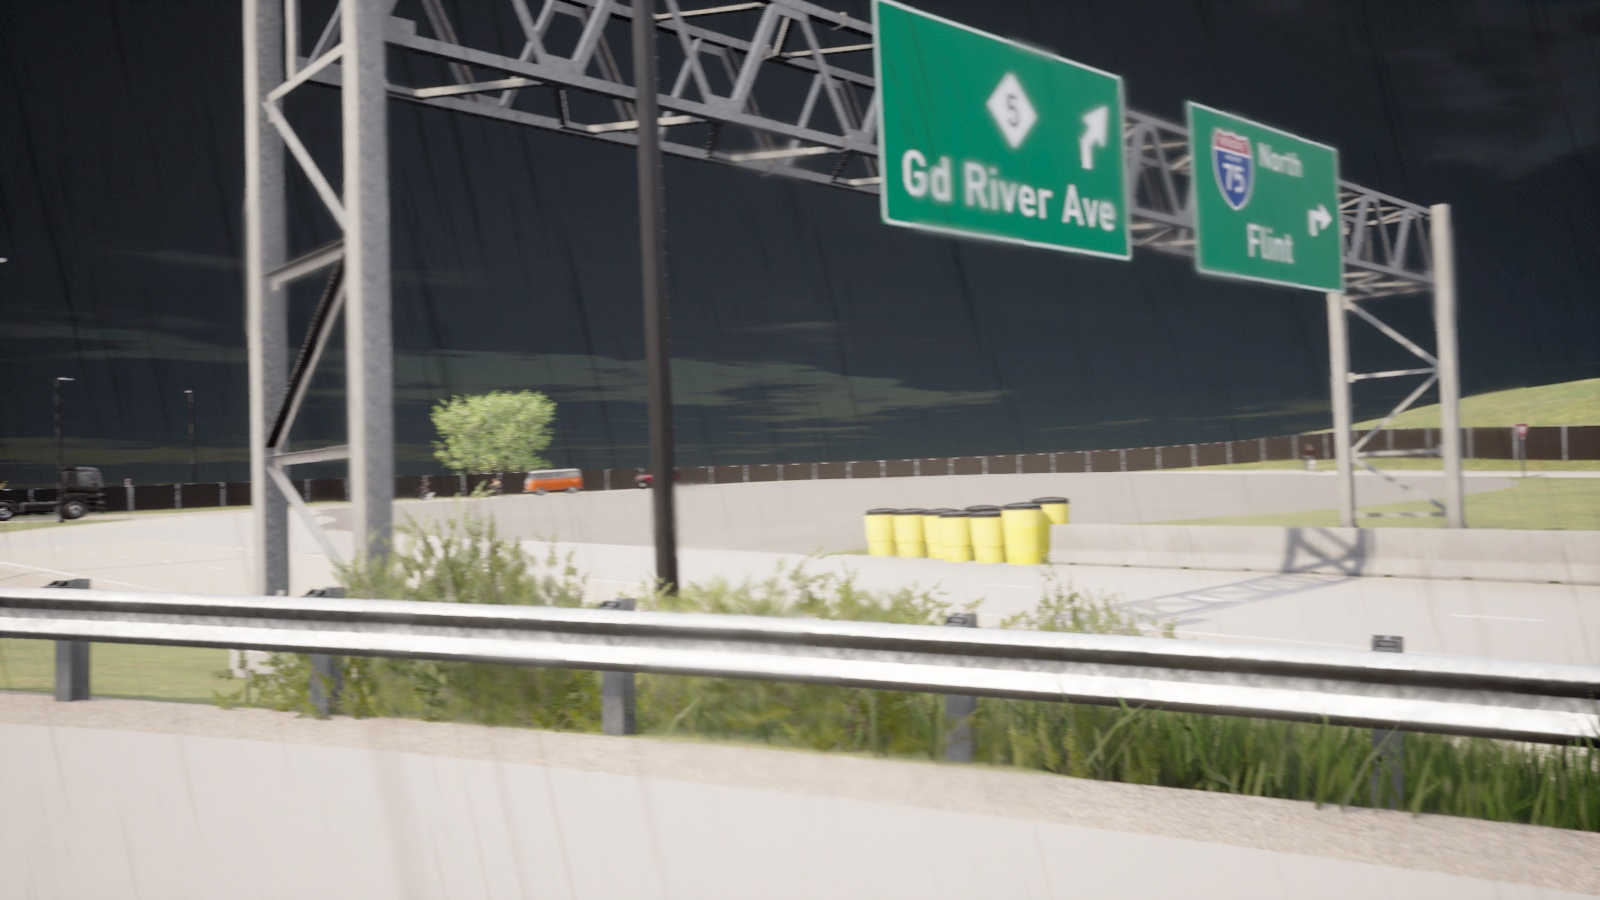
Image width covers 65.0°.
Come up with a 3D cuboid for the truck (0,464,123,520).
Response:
[{"bbox_3d":[-47.733,2.650,79.840,7.936,3.462,2.891,1,-3,-36],"label":"truck"}]
